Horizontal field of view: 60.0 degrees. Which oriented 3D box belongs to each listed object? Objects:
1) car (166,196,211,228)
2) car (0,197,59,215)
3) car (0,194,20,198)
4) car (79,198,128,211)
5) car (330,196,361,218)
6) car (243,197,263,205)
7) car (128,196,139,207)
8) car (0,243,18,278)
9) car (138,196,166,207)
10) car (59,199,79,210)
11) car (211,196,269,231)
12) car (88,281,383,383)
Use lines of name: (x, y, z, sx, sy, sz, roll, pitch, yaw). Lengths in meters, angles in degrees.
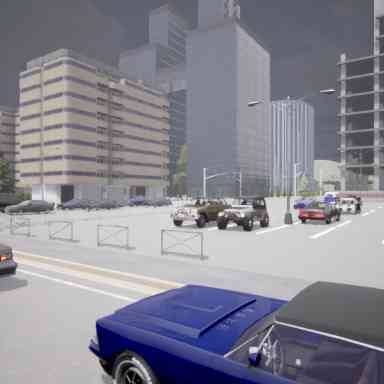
car: (0.694, 1.153, 20.908, 1.932, 1.855, 4.605, 0, 0, 34)
car: (-16.264, 1.526, 33.553, 1.812, 1.442, 4.674, 0, 0, 34)
car: (-20.212, 1.222, 33.991, 2.150, 2.045, 5.566, 0, 0, 34)
car: (-10.934, 1.547, 41.525, 2.033, 1.411, 5.357, 0, 0, 34)
car: (15.086, 1.395, 32.197, 1.970, 1.475, 3.806, 0, 0, 34)
car: (11.402, 1.601, 61.912, 1.895, 1.301, 4.718, 0, 0, 35)
car: (-8.826, 1.352, 50.896, 2.097, 1.767, 4.553, 0, 0, 35)
car: (-6.673, 1.547, 8.669, 5.357, 1.411, 2.033, 0, 0, 35)
car: (-5.142, 1.547, 50.141, 2.033, 1.411, 5.357, 0, 0, 34)
car: (-14.502, 1.547, 42.500, 2.033, 1.411, 5.357, 0, 0, 34)
car: (3.062, 1.156, 19.242, 1.905, 1.878, 3.866, 0, 0, 34)
car: (1.172, 1.601, 3.153, 4.718, 1.301, 1.895, 0, 0, 35)
